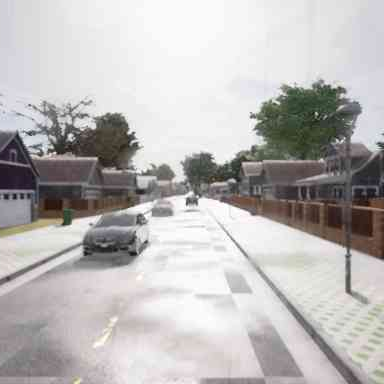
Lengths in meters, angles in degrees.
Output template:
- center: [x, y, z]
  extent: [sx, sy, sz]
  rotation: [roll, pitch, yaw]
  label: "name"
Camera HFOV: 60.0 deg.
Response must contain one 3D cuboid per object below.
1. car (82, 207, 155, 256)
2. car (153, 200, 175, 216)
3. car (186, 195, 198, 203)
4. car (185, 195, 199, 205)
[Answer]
- center: [-2.805, 1.502, 13.140]
  extent: [1.837, 1.490, 4.892]
  rotation: [0, -1, 1]
  label: "car"
- center: [-2.769, 1.491, 32.344]
  extent: [1.812, 1.442, 4.674]
  rotation: [0, 0, 0]
  label: "car"
- center: [-0.011, 1.370, 64.576]
  extent: [2.128, 1.511, 4.902]
  rotation: [0, 0, 0]
  label: "car"
- center: [-0.007, 1.252, 54.482]
  extent: [2.097, 1.767, 4.553]
  rotation: [0, 0, 0]
  label: "car"
